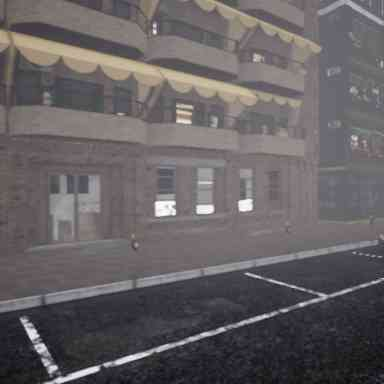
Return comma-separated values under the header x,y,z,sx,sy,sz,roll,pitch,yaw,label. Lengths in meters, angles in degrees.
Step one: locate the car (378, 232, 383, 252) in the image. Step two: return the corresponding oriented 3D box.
x,y,z,sx,sy,sz,roll,pitch,yaw,label
8.874,1.626,12.862,4.206,1.307,1.802,0,-1,-35,car
